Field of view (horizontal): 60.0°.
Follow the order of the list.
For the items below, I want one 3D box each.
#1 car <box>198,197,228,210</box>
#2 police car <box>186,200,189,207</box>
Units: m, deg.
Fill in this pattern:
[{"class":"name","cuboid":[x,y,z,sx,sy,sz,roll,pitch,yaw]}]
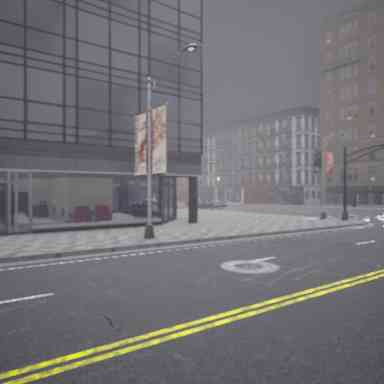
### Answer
[{"class":"car","cuboid":[3.057,1.865,49.661,2.033,1.411,5.357,0,0,-36]},{"class":"police car","cuboid":[1.002,1.768,58.123,1.930,1.638,5.238,0,0,-37]}]
